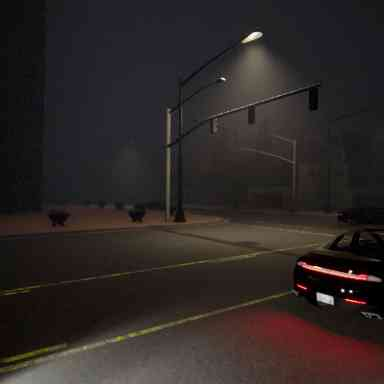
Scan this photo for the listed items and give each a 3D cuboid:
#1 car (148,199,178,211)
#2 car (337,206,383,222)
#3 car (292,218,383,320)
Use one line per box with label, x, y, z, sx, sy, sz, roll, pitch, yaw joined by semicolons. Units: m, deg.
car;-3.660;1.625;41.728;2.033;1.411;5.357;1;-1;-35
car;12.244;1.645;22.228;4.674;1.442;1.812;0;0;34
car;4.117;1.503;6.739;4.902;1.511;2.128;0;0;-35
